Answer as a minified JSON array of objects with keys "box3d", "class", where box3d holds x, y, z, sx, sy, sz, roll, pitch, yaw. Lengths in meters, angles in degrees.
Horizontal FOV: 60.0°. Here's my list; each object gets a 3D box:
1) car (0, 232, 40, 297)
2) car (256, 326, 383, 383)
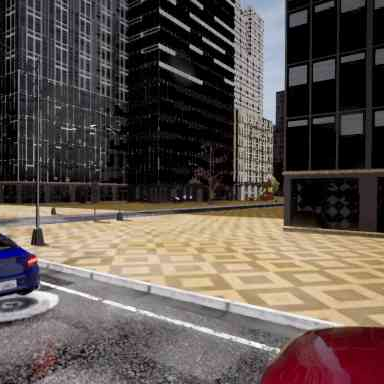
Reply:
[{"box3d":[-5.196,1.523,7.390,4.674,1.442,1.812,0,0,36],"class":"car"},{"box3d":[2.405,1.564,1.961,4.181,1.385,1.994,0,0,35],"class":"car"}]
